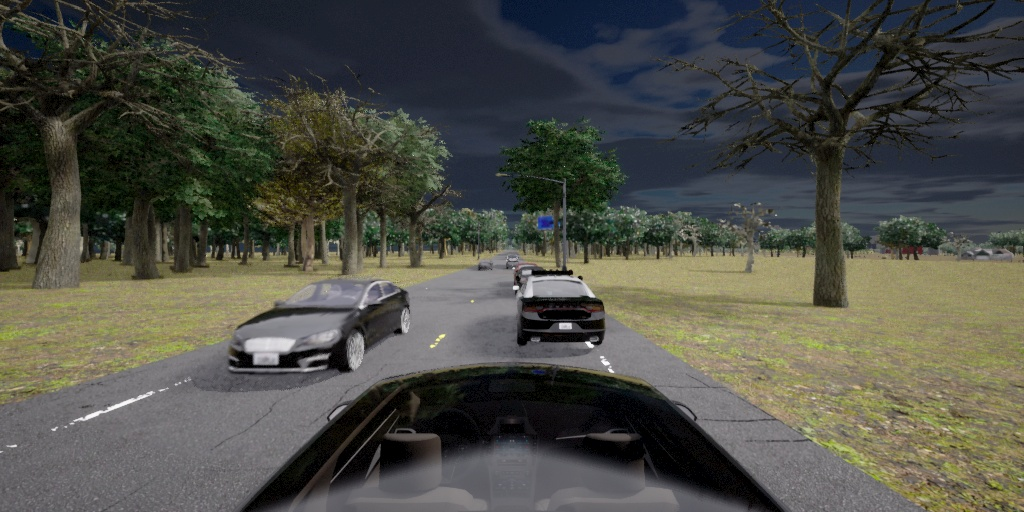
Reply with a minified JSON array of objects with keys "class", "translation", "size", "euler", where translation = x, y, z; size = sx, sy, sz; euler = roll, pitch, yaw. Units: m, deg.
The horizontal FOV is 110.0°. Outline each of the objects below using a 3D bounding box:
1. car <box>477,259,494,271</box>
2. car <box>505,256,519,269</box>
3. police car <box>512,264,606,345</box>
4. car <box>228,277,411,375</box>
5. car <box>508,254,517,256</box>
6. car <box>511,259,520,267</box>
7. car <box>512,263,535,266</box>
[{"class":"car","translation":[-3.469,1.154,46.986],"size":[1.837,1.490,4.892],"euler":[0,0,0]},{"class":"car","translation":[0.100,1.110,52.431],"size":[2.128,1.511,4.902],"euler":[0,0,0]},{"class":"police car","translation":[1.054,1.175,9.635],"size":[1.930,1.638,5.238],"euler":[0,0,0]},{"class":"car","translation":[-3.597,1.241,7.696],"size":[2.128,1.511,4.902],"euler":[0,0,0]},{"class":"car","translation":[0.042,0.726,65.065],"size":[2.150,2.045,5.566],"euler":[0,1,0]},{"class":"car","translation":[1.065,1.223,25.524],"size":[1.882,1.535,5.008],"euler":[0,0,0]},{"class":"car","translation":[1.061,1.275,19.525],"size":[1.812,1.442,4.674],"euler":[0,0,0]}]
